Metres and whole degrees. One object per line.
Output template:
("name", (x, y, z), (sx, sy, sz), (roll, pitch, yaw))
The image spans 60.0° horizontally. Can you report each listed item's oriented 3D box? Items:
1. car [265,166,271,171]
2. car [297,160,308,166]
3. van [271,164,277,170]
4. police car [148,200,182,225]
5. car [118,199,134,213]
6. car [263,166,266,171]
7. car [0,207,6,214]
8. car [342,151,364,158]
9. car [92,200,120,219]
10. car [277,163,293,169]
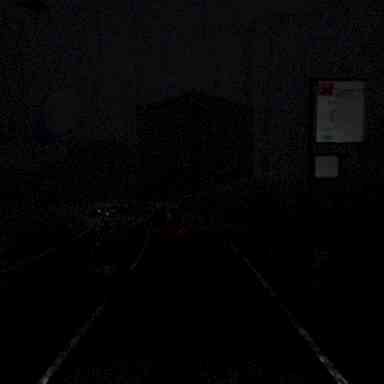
("car", (20.712, -5.538, 83.919), (2.002, 1.452, 4.674), (0, 1, -1))
("car", (21.176, -5.240, 61.868), (2.185, 1.767, 4.553), (0, 1, -1))
("van", (20.830, -5.693, 78.273), (1.878, 1.987, 4.442), (0, 1, -1))
("police car", (-2.082, 1.446, 24.557), (1.930, 1.638, 5.238), (0, -1, -14))
("car", (-8.618, 1.670, 40.227), (2.097, 1.767, 4.553), (-1, -1, -29))
("car", (20.596, -5.930, 89.399), (2.435, 2.045, 5.566), (0, 1, -1))
("car", (-36.403, 3.448, 61.626), (4.892, 1.490, 1.837), (-4, 0, 25))
("car", (21.527, -4.850, 45.186), (2.185, 1.767, 4.553), (0, 1, -1))
("car", (-8.554, 1.728, 32.122), (1.812, 1.442, 4.674), (-1, -1, -23))
("car", (20.943, -5.355, 72.883), (2.231, 1.521, 4.892), (0, 1, -1))
